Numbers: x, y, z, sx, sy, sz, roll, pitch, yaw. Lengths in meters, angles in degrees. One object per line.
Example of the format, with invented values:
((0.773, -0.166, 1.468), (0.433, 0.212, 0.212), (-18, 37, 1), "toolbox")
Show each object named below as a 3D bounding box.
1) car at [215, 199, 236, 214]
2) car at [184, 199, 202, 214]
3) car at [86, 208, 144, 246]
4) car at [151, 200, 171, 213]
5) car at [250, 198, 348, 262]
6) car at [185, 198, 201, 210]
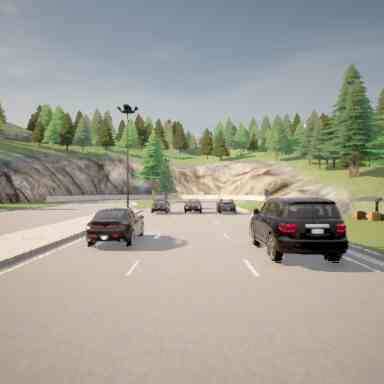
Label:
((3.608, 1.489, 35.654), (2.128, 1.511, 4.902), (0, 0, 0), "car")
((0.107, 1.601, 35.839), (1.895, 1.301, 4.718), (0, 0, 0), "car")
((-3.397, 1.505, 15.292), (1.837, 1.490, 4.892), (0, 0, 0), "car")
((-3.391, 1.547, 36.787), (2.033, 1.411, 5.357), (0, 0, 0), "car")
((3.603, 1.221, 12.211), (2.150, 2.045, 5.566), (0, 0, 0), "car")
((0.202, 1.564, 44.601), (1.994, 1.385, 4.181), (0, 0, 2), "car")
